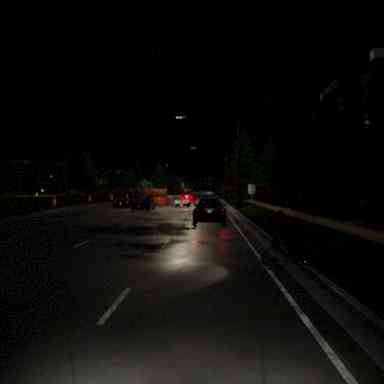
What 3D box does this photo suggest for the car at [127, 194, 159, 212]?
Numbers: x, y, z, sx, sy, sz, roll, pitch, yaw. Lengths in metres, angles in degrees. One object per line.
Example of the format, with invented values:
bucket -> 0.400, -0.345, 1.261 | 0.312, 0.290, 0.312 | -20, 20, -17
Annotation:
car -> -5.167, 1.254, 35.696 | 1.882, 1.535, 5.008 | 0, 0, 4

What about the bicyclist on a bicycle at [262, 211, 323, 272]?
bicyclist on a bicycle -> 2.666, 1.311, 9.080 | 1.656, 1.620, 0.582 | -9, 0, 3

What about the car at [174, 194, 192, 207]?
car -> -1.189, 1.331, 43.984 | 1.895, 1.301, 4.718 | 0, 0, 3

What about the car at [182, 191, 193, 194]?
car -> -0.671, 0.891, 54.005 | 2.150, 2.045, 5.566 | 0, 0, 3

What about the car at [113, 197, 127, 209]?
car -> -8.343, 1.304, 41.221 | 1.994, 1.385, 4.181 | 0, 0, 3

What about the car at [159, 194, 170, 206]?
car -> -4.488, 1.049, 48.856 | 2.097, 1.767, 4.553 | 0, 0, 4

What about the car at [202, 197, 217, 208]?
car -> 2.280, 1.336, 43.454 | 1.895, 1.301, 4.718 | 0, 0, 3

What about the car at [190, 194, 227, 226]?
car -> 1.186, 1.215, 22.401 | 2.097, 1.767, 4.553 | 0, 0, 3

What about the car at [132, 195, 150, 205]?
car -> -7.823, 1.206, 51.123 | 1.812, 1.442, 4.674 | 0, 0, 3
